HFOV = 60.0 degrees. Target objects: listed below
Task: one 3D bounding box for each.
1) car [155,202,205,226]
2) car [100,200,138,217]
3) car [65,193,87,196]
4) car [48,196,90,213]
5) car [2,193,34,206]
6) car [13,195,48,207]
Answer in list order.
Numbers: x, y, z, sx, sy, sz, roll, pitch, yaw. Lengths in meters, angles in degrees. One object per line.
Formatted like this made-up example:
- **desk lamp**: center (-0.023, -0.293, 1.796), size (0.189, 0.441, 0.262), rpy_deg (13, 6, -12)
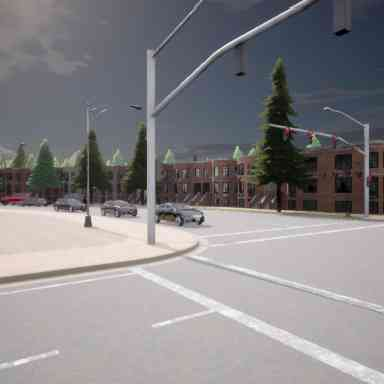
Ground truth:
- **car**: center (-1.072, 1.492, 23.352), size (2.128, 1.511, 4.902), rpy_deg (0, 0, -36)
- **car**: center (-6.838, 1.505, 30.902), size (1.837, 1.490, 4.892), rpy_deg (0, 0, -40)
- **car**: center (-18.919, 1.221, 52.865), size (5.566, 2.045, 2.150), rpy_deg (0, 0, 23)
- **car**: center (-13.827, 1.505, 37.798), size (4.892, 1.490, 1.837), rpy_deg (0, 0, 37)
- **car**: center (-29.038, 1.221, 55.918), size (5.566, 2.045, 2.150), rpy_deg (0, 0, 10)
- **car**: center (-24.176, 1.547, 51.132), size (5.357, 1.411, 2.033), rpy_deg (0, 0, 17)
